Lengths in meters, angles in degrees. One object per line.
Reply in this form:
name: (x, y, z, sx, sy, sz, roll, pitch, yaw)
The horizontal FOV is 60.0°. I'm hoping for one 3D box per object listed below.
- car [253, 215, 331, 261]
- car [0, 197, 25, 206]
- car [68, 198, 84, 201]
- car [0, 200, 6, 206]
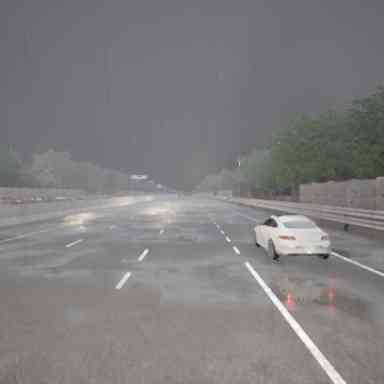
car: (3.534, 1.564, 12.363, 1.812, 1.442, 4.674, 0, 0, -1)
car: (-21.138, 1.646, 38.254, 2.033, 1.411, 5.357, 0, 0, 0)
car: (-17.633, 1.646, 50.859, 1.837, 1.490, 4.892, 0, -1, 0)
car: (-17.621, 1.634, 27.175, 1.994, 1.385, 4.181, 0, 0, 0)
